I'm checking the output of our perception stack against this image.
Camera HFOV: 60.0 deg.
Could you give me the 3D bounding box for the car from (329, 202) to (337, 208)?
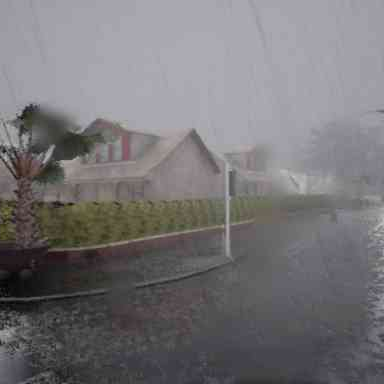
[{"bbox_3d":[15.584,1.480,42.636,5.357,1.415,2.033,-1,0,38],"label":"car"}]
